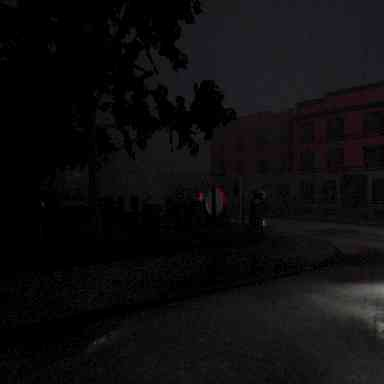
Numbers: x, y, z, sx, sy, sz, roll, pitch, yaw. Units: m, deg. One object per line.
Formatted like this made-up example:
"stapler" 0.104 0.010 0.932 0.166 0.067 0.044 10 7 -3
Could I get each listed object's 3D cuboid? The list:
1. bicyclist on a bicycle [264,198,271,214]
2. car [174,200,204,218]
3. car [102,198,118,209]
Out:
"bicyclist on a bicycle" 7.151 1.348 32.517 1.656 1.620 0.582 0 0 -35
"car" -0.278 1.504 28.472 1.837 1.490 4.892 0 0 -35
"car" -10.673 1.477 43.090 1.882 1.535 5.008 0 0 -35
